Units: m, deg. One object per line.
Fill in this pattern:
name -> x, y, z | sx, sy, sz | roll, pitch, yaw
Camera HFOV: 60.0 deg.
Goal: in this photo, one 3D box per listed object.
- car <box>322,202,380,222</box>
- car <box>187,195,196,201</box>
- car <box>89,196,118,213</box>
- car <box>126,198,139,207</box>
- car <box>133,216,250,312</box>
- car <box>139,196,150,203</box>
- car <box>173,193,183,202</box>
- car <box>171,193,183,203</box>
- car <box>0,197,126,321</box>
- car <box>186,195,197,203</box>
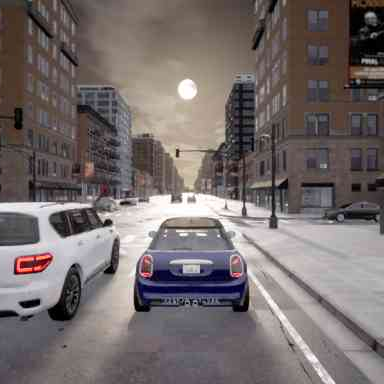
car -> 12.688, 1.542, 25.901 | 4.892, 1.490, 1.837 | 0, 0, 2
car -> -0.103, 1.443, 79.697 | 1.895, 1.301, 4.718 | 0, 0, 0
car -> -9.900, 1.347, 37.490 | 2.097, 1.767, 4.553 | 0, 0, 0
car -> -9.910, 1.590, 51.436 | 1.895, 1.301, 4.718 | 0, 0, 0
car -> -0.003, 1.351, 7.864 | 2.097, 1.767, 4.553 | 0, 0, 0
car -> -9.839, 1.545, 68.822 | 1.994, 1.385, 4.181 | 0, 0, 0
car -> -3.354, 1.202, 80.382 | 2.150, 2.045, 5.566 | 0, 0, 0
car -> -3.254, 1.203, 69.992 | 2.150, 2.045, 5.566 | 0, 0, 0
car -> -3.158, 1.222, 7.407 | 2.150, 2.045, 5.566 | 0, 0, 0
car -> -0.090, 1.473, 69.248 | 2.128, 1.511, 4.902 | 0, 0, 0
